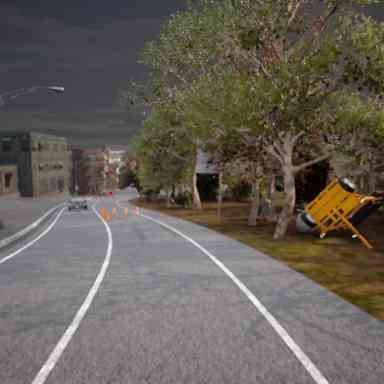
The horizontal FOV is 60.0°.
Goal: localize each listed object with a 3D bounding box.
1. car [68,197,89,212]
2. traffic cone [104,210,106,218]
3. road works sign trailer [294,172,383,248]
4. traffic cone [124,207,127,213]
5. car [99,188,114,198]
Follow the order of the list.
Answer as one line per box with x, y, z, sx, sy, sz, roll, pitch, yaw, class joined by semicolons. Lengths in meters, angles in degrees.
-12.086;1.236;35.236;1.812;1.442;4.674;-2;1;-18;car
-5.955;1.707;23.368;0.340;0.580;0.340;-2;1;-18;traffic cone
6.646;0.992;13.559;3.560;2.380;2.880;-1;47;-45;road works sign trailer
-5.919;1.592;29.679;0.340;0.580;0.340;-2;1;-18;traffic cone
-19.229;0.212;74.984;2.150;2.045;5.566;0;1;-1;car
